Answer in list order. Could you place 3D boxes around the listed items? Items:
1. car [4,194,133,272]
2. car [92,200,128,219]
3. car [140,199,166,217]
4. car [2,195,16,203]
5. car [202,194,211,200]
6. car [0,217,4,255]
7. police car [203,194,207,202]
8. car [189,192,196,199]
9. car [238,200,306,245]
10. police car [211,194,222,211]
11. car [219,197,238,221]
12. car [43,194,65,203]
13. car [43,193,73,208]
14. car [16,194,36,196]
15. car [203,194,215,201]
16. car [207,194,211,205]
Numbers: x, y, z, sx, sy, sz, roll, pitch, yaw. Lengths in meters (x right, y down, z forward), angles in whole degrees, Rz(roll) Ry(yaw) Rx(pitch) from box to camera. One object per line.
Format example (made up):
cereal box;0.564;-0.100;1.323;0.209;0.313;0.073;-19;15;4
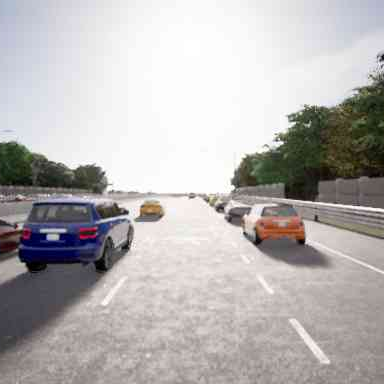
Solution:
car;-3.398;1.180;10.815;2.150;2.045;5.566;0;0;0
car;-6.894;1.415;28.355;1.994;1.385;4.181;0;0;0
car;-3.394;1.321;29.272;1.882;1.535;5.008;0;0;0
car;-28.037;1.194;52.486;1.812;1.442;4.674;0;0;1
car;3.516;1.165;80.676;1.801;1.575;5.366;0;0;0
car;-6.897;1.484;10.826;1.812;1.442;4.674;0;0;0
police car;3.512;1.153;58.459;2.038;1.542;4.974;0;0;0
car;0.010;1.278;90.088;1.895;1.301;4.718;0;-1;0
car;3.603;1.288;15.431;2.097;1.767;4.553;0;0;0
police car;3.508;1.290;36.424;2.038;1.542;4.974;0;0;0
car;3.505;1.365;25.409;2.128;1.511;4.902;0;0;0
car;-24.510;1.173;59.212;1.812;1.442;4.674;0;0;1
car;-17.574;1.074;43.919;2.097;1.767;4.553;0;0;0
car;-21.063;1.068;44.702;2.097;1.767;4.553;0;1;0
car;3.514;1.156;69.503;2.163;1.488;4.792;0;0;0
car;3.510;1.174;47.441;1.882;1.535;5.008;0;0;0
